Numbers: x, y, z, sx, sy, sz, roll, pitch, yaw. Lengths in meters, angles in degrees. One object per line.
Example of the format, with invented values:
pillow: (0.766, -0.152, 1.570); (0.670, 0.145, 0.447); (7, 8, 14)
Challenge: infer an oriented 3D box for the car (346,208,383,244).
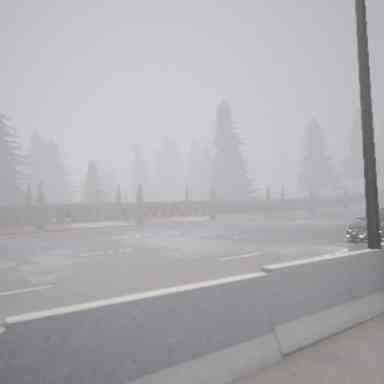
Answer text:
car: (8.608, 1.480, 14.423); (4.892, 1.490, 1.837); (0, 0, -35)
